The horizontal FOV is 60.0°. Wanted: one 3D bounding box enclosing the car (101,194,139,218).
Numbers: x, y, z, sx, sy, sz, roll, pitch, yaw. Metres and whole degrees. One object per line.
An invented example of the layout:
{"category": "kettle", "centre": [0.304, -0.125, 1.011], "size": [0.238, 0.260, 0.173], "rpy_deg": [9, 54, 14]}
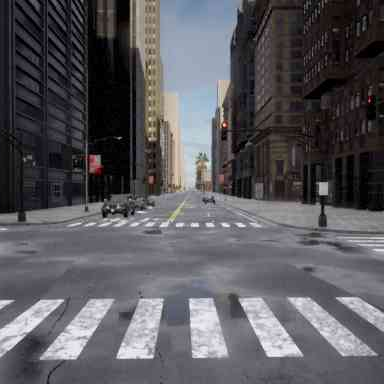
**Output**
{"category": "car", "centre": [-6.645, 1.191, 30.607], "size": [2.150, 2.045, 5.566], "rpy_deg": [0, 0, 0]}

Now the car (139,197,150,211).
{"category": "car", "centre": [-6.653, 1.456, 40.481], "size": [1.837, 1.490, 4.892], "rpy_deg": [0, 0, 0]}

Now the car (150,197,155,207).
{"category": "car", "centre": [-6.676, 1.497, 50.504], "size": [1.994, 1.385, 4.181], "rpy_deg": [0, 0, -1]}

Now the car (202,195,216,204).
{"category": "car", "centre": [3.251, 1.438, 61.047], "size": [1.812, 1.442, 4.674], "rpy_deg": [0, 0, 0]}

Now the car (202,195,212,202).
{"category": "car", "centre": [3.196, 1.416, 70.968], "size": [1.812, 1.442, 4.674], "rpy_deg": [0, 0, 0]}
